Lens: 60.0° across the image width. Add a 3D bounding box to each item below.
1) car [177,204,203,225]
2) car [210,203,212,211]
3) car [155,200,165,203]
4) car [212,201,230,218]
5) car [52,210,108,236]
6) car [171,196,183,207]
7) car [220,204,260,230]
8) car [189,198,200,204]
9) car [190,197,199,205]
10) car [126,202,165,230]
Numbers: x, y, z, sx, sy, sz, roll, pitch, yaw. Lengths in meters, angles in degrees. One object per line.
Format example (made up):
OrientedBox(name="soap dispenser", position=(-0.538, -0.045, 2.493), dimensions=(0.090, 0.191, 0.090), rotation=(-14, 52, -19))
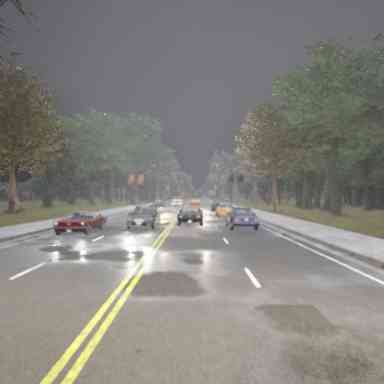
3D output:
OrientedBox(name="car", position=(-0.082, 1.842, 26.292), dimensions=(1.895, 1.301, 4.718), rotation=(0, -1, 2))
OrientedBox(name="car", position=(3.479, 1.922, 44.667), dimensions=(1.837, 1.490, 4.892), rotation=(0, -1, 1))
OrientedBox(name="car", position=(-6.104, 2.139, 62.143), dimensions=(2.033, 1.411, 5.357), rotation=(0, -1, 1))
OrientedBox(name="car", position=(3.388, 1.770, 33.867), dimensions=(1.801, 1.575, 5.366), rotation=(0, -1, 0))
OrientedBox(name="car", position=(-6.543, 1.782, 19.891), dimensions=(1.895, 1.301, 4.718), rotation=(0, -1, 0))
OrientedBox(name="car", position=(-2.819, 1.855, 64.230), dimensions=(2.150, 2.045, 5.566), rotation=(0, -1, 1))
OrientedBox(name="car", position=(3.318, 1.756, 22.687), dimensions=(2.033, 1.411, 5.357), rotation=(0, -1, 0))
OrientedBox(name="car", position=(0.507, 1.954, 63.067), dimensions=(2.097, 1.767, 4.553), rotation=(0, -1, 1))
OrientedBox(name="car", position=(0.615, 2.091, 75.808), dimensions=(2.097, 1.767, 4.553), rotation=(0, -1, 1))
OrientedBox(name="car", position=(-3.277, 1.702, 23.063), dimensions=(2.128, 1.511, 4.902), rotation=(0, -1, 0))
